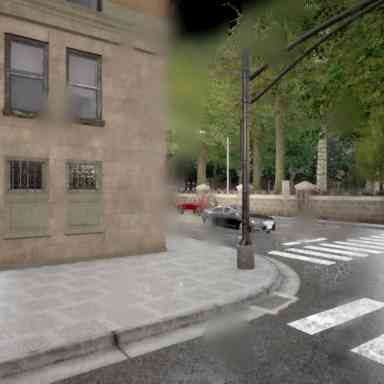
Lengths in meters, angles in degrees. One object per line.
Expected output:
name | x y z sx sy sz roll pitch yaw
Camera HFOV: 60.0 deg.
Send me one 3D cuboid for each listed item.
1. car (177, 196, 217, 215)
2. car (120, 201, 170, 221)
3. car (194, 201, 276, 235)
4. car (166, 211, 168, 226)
car | 0.507 1.285 31.760 2.192 1.841 5.009 0 0 -35
car | -4.123 1.517 28.313 2.033 1.411 5.357 0 0 -35
car | 2.516 1.478 18.675 2.128 1.511 4.902 0 0 -34
car | -3.260 1.544 22.222 1.947 1.339 4.313 0 0 -35
